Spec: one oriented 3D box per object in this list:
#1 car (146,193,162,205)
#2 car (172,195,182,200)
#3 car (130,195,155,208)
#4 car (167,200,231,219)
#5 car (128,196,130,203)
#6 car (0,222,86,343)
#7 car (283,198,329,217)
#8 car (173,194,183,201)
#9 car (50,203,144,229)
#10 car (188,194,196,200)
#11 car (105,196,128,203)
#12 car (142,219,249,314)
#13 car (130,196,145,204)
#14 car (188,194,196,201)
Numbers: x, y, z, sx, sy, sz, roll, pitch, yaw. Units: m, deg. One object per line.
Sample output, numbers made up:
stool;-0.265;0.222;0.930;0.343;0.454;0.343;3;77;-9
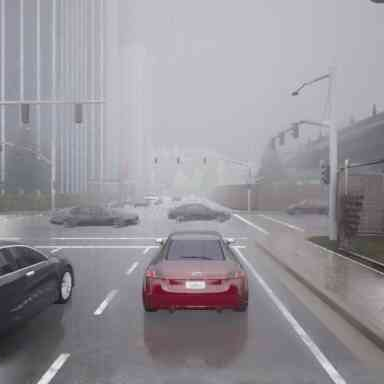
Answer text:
car;-7.089;1.221;58.197;2.150;2.045;5.566;0;0;1
car;-3.518;1.495;74.298;1.837;1.490;4.892;0;0;0
car;-7.100;1.547;48.008;2.033;1.411;5.357;0;0;0
car;0.514;1.548;24.607;4.674;1.442;1.812;0;0;0
car;-10.597;1.505;54.626;1.837;1.490;4.892;0;0;0
car;-3.443;1.505;5.251;1.837;1.490;4.892;0;0;0
car;11.140;1.407;31.833;4.553;1.767;2.097;0;0;0
car;-3.521;1.386;84.722;2.128;1.511;4.902;0;0;0
car;-6.063;1.572;21.092;5.357;1.411;2.033;0;0;0
car;-0.018;1.519;74.614;1.812;1.442;4.674;0;0;0
car;-10.603;1.492;45.382;2.128;1.511;4.902;0;0;0
car;0.070;1.564;7.708;1.994;1.385;4.181;0;0;0
car;-10.548;1.547;64.942;2.033;1.411;5.357;0;0;1
car;-0.021;1.361;84.723;1.837;1.490;4.892;0;0;0
